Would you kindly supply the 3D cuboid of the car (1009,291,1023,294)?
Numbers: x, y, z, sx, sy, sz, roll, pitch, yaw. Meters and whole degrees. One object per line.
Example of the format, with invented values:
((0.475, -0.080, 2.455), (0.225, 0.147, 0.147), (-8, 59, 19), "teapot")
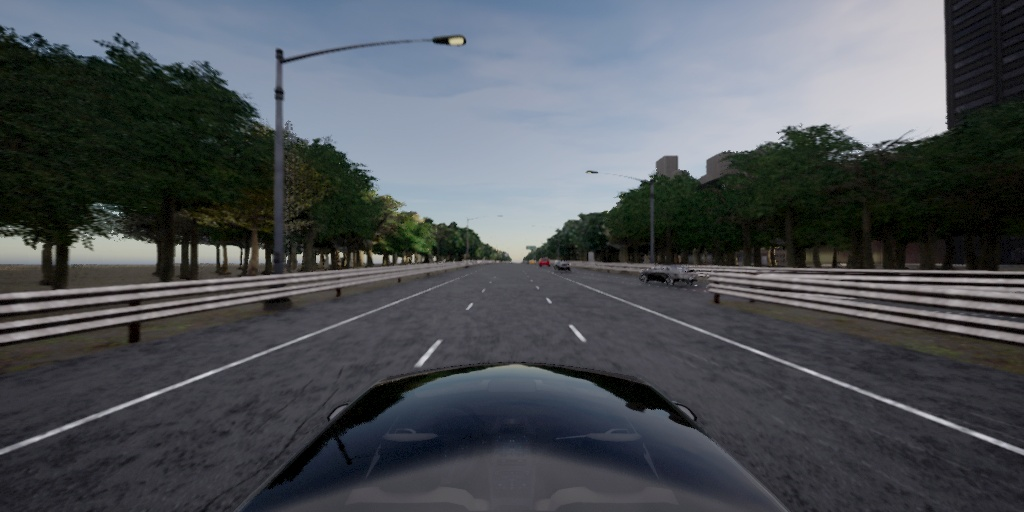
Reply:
((18.496, 1.197, 10.118), (2.033, 1.411, 5.357), (0, -2, -27), "car")

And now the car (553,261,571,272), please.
((7.141, 1.489, 51.443), (1.837, 1.490, 4.892), (-1, 0, -2), "car")

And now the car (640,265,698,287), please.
((11.723, 1.411, 27.167), (2.128, 1.511, 4.902), (0, 0, -16), "car")
